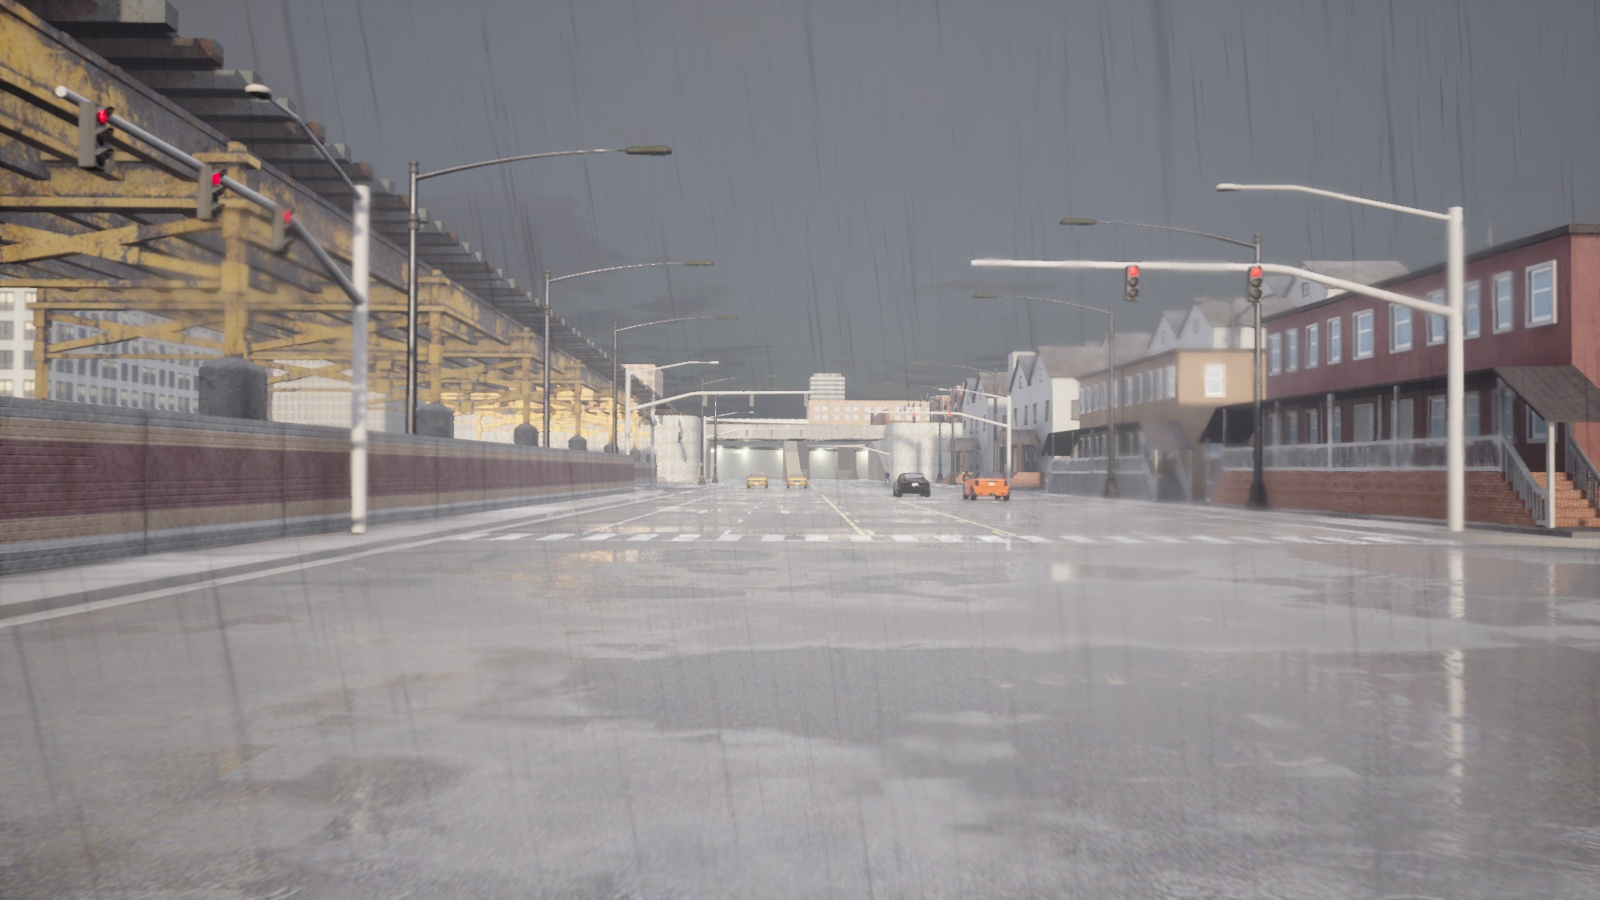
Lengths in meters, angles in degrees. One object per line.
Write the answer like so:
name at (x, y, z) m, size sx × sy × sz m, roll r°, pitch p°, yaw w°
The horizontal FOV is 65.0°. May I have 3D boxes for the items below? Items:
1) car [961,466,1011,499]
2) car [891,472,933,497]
car at (10.344, 1.805, 70.078) m, size 2.097 × 1.767 × 4.553 m, roll 0°, pitch -1°, yaw 0°
car at (6.828, 2.076, 76.970) m, size 2.163 × 1.488 × 4.792 m, roll 0°, pitch -1°, yaw 0°
